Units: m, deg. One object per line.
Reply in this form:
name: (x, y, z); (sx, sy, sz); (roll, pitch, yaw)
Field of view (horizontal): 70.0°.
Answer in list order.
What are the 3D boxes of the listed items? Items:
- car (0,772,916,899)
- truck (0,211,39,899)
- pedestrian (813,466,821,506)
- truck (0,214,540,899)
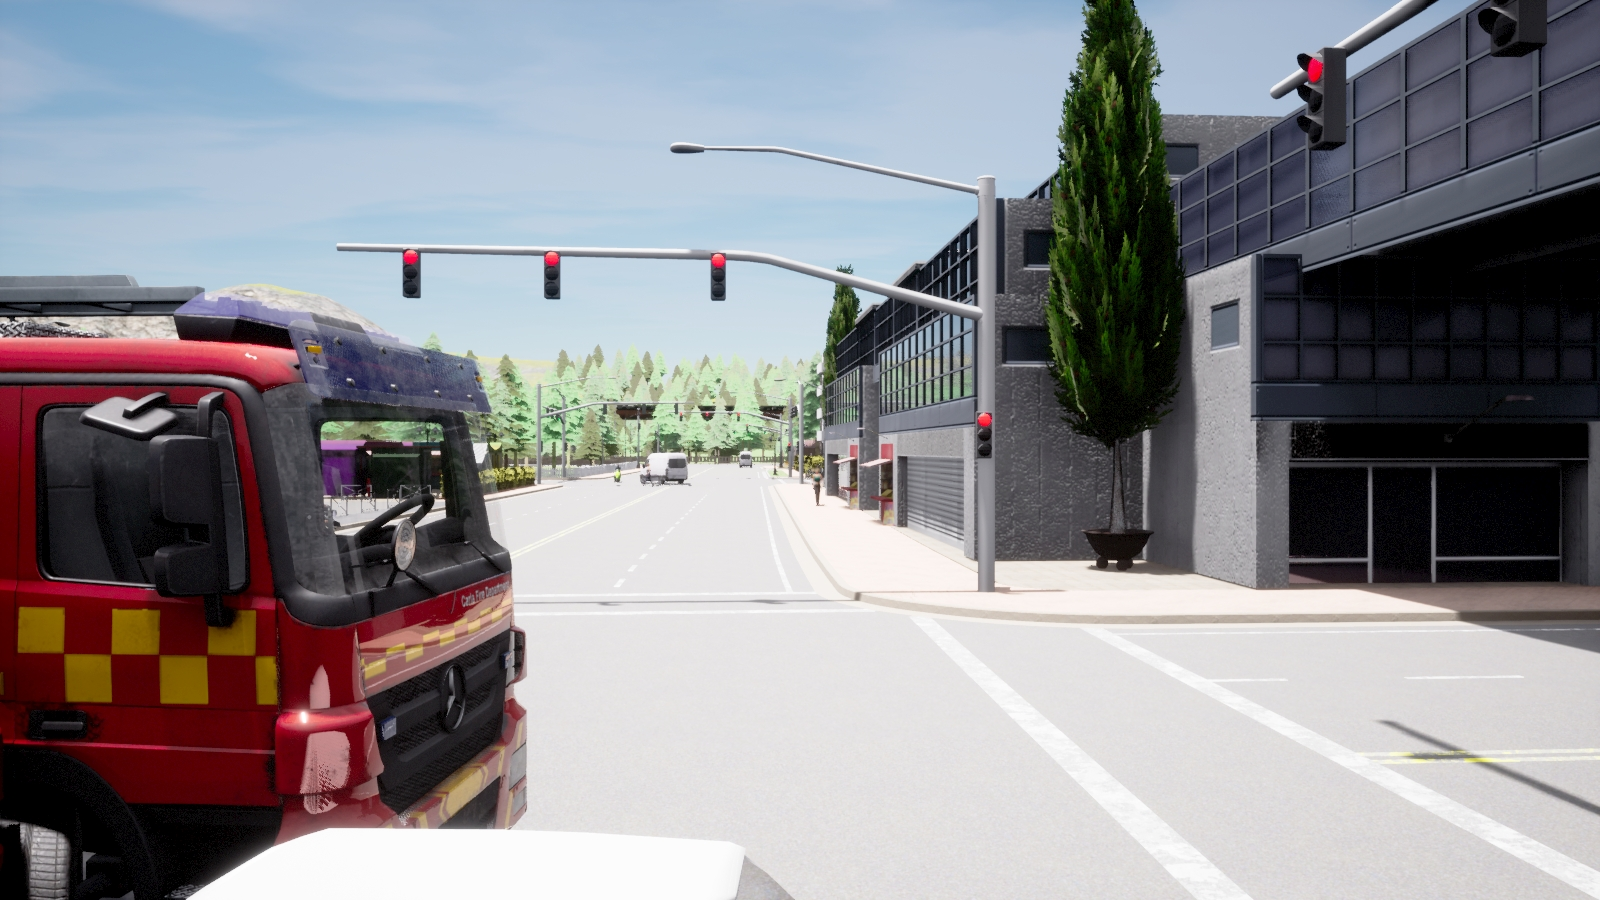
car: (-1.549, 2.065, 3.579); (3.806, 1.475, 1.970); (0, 0, 5)
truck: (-7.587, 0.890, 3.490); (8.468, 3.827, 2.891); (0, 0, -3)
pedestrian: (0.795, 1.696, 53.456); (0.375, 1.860, 0.375); (0, 0, 0)
truck: (-6.102, 0.890, 6.659); (8.468, 3.827, 2.891); (0, 0, 4)
